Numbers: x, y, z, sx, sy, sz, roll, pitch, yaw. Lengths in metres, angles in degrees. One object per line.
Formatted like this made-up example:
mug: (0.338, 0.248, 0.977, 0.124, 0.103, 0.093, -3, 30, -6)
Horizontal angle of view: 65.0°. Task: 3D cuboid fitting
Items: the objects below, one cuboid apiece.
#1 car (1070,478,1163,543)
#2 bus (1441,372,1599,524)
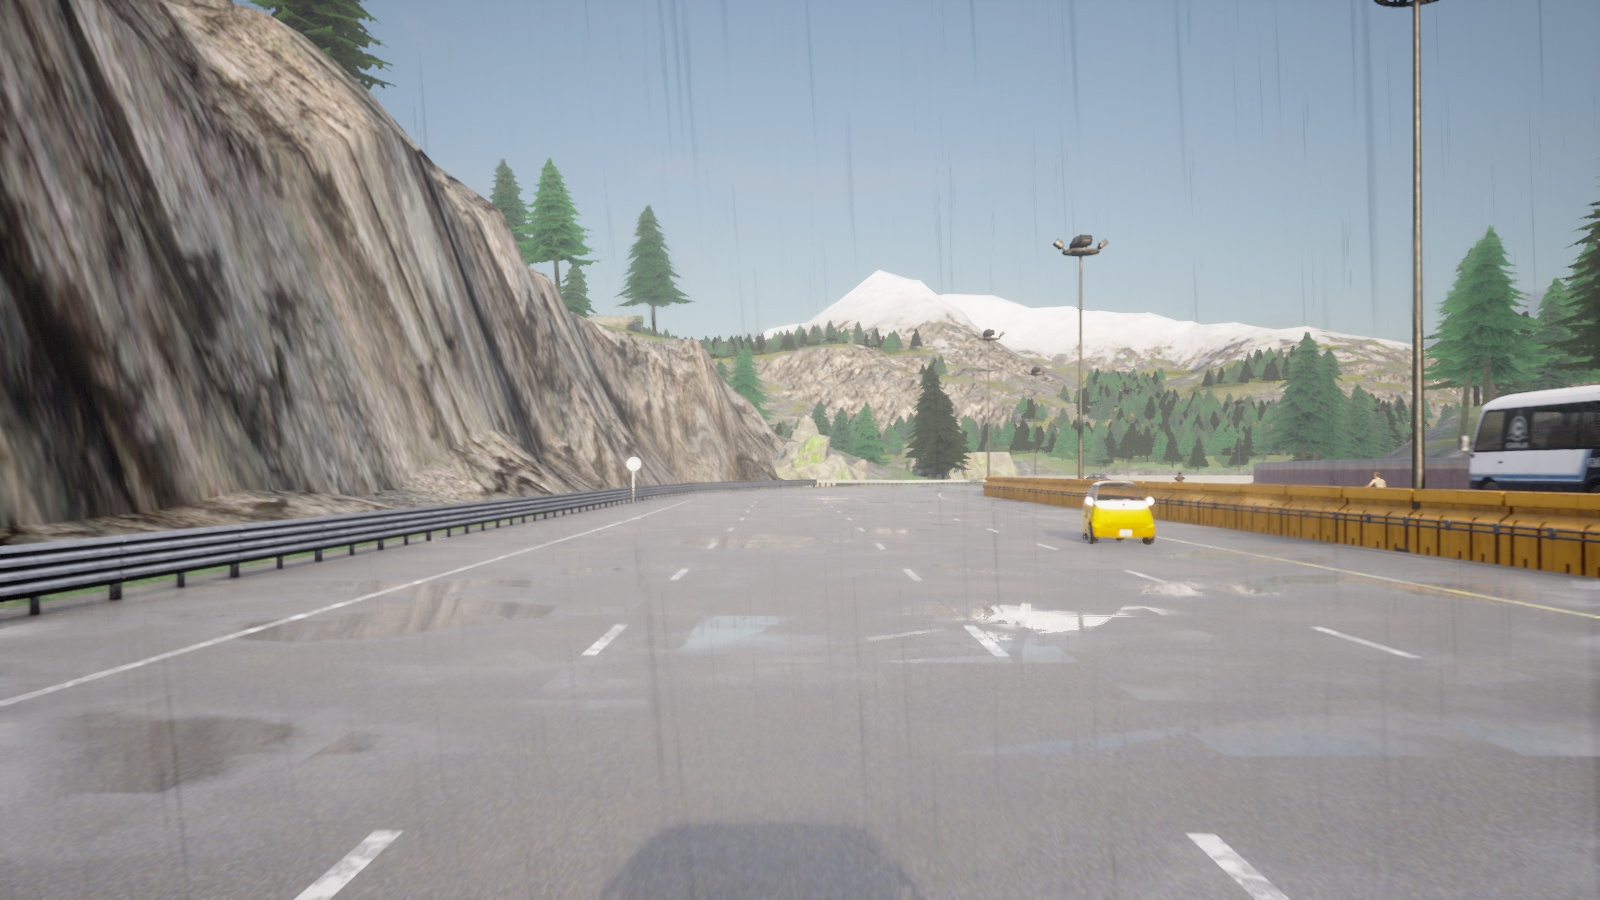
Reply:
car: (6.933, 1.305, 27.706, 1.481, 1.376, 2.207, 0, -1, 0)
bus: (24.394, -0.011, 38.740, 3.944, 4.253, 10.273, 0, -1, 0)
